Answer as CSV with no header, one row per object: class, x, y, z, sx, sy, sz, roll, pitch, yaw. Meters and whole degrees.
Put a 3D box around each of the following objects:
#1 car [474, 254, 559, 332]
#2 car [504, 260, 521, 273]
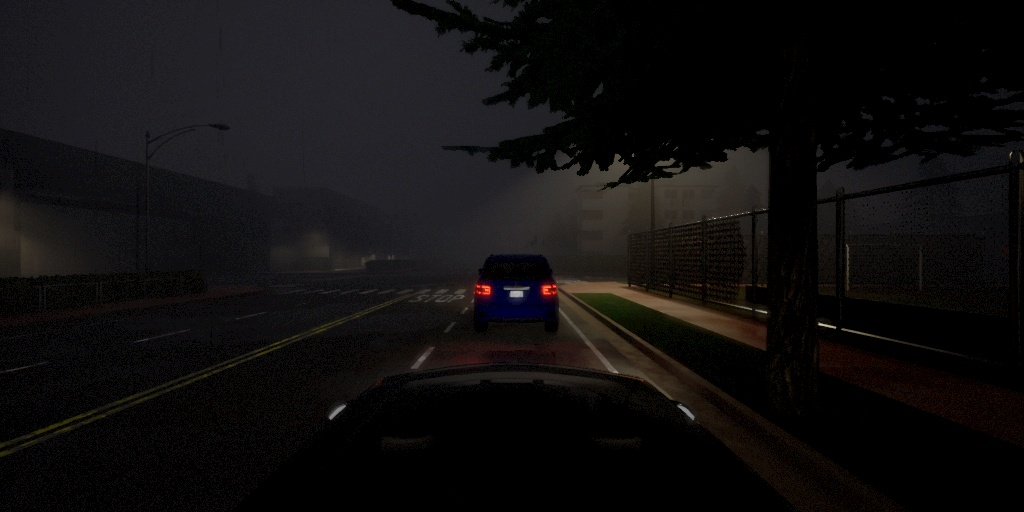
car,0.115,0.972,10.977,2.150,2.045,5.566,0,0,0
car,0.023,1.241,45.760,2.128,1.511,4.902,0,0,0
